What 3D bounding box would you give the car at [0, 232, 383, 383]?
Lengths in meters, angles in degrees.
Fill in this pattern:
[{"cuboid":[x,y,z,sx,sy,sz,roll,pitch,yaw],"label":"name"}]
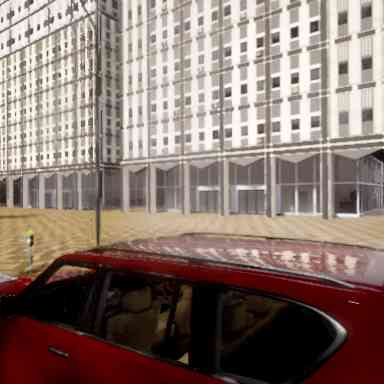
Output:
[{"cuboid":[-0.335,1.336,3.109,5.009,1.841,2.192,-1,0,35],"label":"car"}]
